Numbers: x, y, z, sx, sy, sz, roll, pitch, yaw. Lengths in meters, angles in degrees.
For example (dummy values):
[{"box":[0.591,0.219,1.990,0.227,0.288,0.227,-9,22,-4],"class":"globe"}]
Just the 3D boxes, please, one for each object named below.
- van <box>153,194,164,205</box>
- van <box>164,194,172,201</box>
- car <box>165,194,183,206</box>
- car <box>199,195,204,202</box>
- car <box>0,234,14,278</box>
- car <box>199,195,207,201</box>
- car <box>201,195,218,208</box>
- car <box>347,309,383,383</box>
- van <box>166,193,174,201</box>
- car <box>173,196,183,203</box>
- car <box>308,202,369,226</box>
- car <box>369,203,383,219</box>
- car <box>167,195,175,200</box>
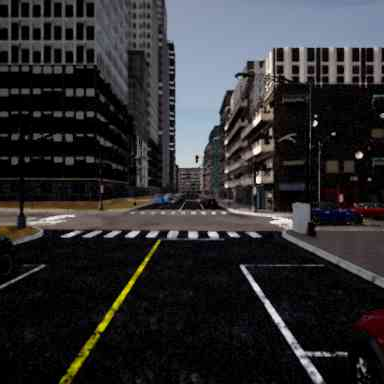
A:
[{"box":[-5.666,1.290,56.984,1.690,1.788,3.998,0,0,0],"class":"van"},{"box":[-5.656,1.275,79.601,1.690,1.788,3.998,0,0,0],"class":"van"},{"box":[-3.019,1.441,55.375,2.128,1.511,4.902,0,0,1],"class":"car"},{"box":[2.715,1.493,56.981,1.887,1.381,4.507,0,0,0],"class":"car"},{"box":[-5.688,1.558,7.373,1.947,1.339,4.313,0,0,0],"class":"car"},{"box":[2.728,1.475,85.252,1.887,1.381,4.507,0,0,0],"class":"car"},{"box":[2.711,1.522,47.014,1.947,1.339,4.313,0,0,0],"class":"car"},{"box":[2.689,1.438,2.123,1.967,1.590,4.097,0,0,0],"class":"car"},{"box":[-5.653,1.271,85.255,1.690,1.788,3.998,0,0,0],"class":"van"},{"box":[-2.967,1.534,70.797,1.895,1.301,4.718,0,0,0],"class":"car"},{"box":[10.322,1.553,25.047,4.553,1.767,2.097,1,0,-1],"class":"car"},{"box":[16.042,1.727,30.816,4.097,1.590,1.967,1,-1,-1],"class":"car"},{"box":[-5.649,1.478,90.910,2.008,1.369,4.403,0,0,0],"class":"car"}]
